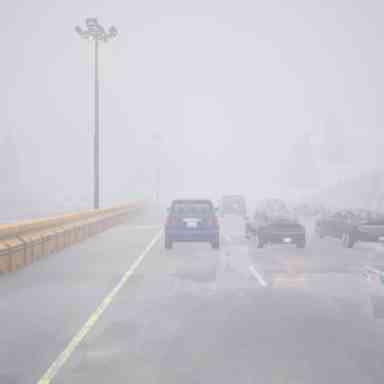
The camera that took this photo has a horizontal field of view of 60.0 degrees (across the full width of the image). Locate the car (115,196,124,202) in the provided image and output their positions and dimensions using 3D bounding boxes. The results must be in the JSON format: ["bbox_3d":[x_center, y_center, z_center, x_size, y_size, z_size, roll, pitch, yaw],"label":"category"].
[{"bbox_3d":[-16.222,1.534,73.931,2.033,1.411,5.357,0,0,-15],"label":"car"}]

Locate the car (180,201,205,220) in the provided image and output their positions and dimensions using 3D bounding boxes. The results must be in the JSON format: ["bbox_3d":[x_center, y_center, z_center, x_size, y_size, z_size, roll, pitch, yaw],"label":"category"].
[{"bbox_3d":[0.025,1.564,29.643,2.033,1.411,5.357,0,0,0],"label":"car"}]

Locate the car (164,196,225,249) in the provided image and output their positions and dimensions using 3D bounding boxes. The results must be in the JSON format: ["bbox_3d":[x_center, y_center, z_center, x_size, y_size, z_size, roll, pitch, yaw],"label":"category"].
[{"bbox_3d":[0.006,1.258,14.673,2.150,2.045,5.566,0,0,0],"label":"car"}]

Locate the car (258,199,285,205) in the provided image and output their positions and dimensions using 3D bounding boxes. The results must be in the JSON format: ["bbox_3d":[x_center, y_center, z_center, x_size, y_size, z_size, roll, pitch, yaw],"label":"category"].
[{"bbox_3d":[7.025,1.366,29.605,2.097,1.767,4.553,0,0,0],"label":"car"}]

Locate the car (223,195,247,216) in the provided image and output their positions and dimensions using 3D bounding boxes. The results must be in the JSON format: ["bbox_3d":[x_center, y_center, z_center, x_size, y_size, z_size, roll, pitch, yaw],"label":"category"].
[{"bbox_3d":[3.525,1.258,29.669,2.150,2.045,5.566,0,0,0],"label":"car"}]

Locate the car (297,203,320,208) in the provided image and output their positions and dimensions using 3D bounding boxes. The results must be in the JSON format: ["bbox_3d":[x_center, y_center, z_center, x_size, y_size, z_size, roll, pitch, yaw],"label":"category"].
[{"bbox_3d":[10.525,1.617,29.660,1.895,1.301,4.718,0,0,0],"label":"car"}]

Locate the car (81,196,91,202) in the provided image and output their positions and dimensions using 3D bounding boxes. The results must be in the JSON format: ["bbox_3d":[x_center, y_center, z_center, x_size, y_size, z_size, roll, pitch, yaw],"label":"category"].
[{"bbox_3d":[-22.921,1.548,71.902,1.994,1.385,4.181,0,0,-15],"label":"car"}]

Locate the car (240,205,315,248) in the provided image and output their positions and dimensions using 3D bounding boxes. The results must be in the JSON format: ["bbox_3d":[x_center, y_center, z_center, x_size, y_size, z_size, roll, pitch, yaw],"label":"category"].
[{"bbox_3d":[3.506,1.517,14.639,1.837,1.490,4.892,0,0,0],"label":"car"}]

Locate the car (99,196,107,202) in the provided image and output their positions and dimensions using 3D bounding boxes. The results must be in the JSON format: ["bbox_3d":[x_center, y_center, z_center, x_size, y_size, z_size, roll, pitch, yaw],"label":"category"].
[{"bbox_3d":[-19.564,1.590,72.888,1.895,1.301,4.718,0,0,-15],"label":"car"}]

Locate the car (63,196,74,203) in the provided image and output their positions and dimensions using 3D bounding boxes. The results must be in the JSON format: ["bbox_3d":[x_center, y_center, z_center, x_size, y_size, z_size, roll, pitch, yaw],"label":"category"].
[{"bbox_3d":[-26.271,1.522,70.887,2.128,1.511,4.902,0,0,-15],"label":"car"}]

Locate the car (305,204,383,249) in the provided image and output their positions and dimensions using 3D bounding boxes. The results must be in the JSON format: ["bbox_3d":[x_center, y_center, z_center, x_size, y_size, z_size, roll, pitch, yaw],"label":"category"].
[{"bbox_3d":[7.006,1.495,14.635,2.128,1.511,4.902,0,0,0],"label":"car"}]
